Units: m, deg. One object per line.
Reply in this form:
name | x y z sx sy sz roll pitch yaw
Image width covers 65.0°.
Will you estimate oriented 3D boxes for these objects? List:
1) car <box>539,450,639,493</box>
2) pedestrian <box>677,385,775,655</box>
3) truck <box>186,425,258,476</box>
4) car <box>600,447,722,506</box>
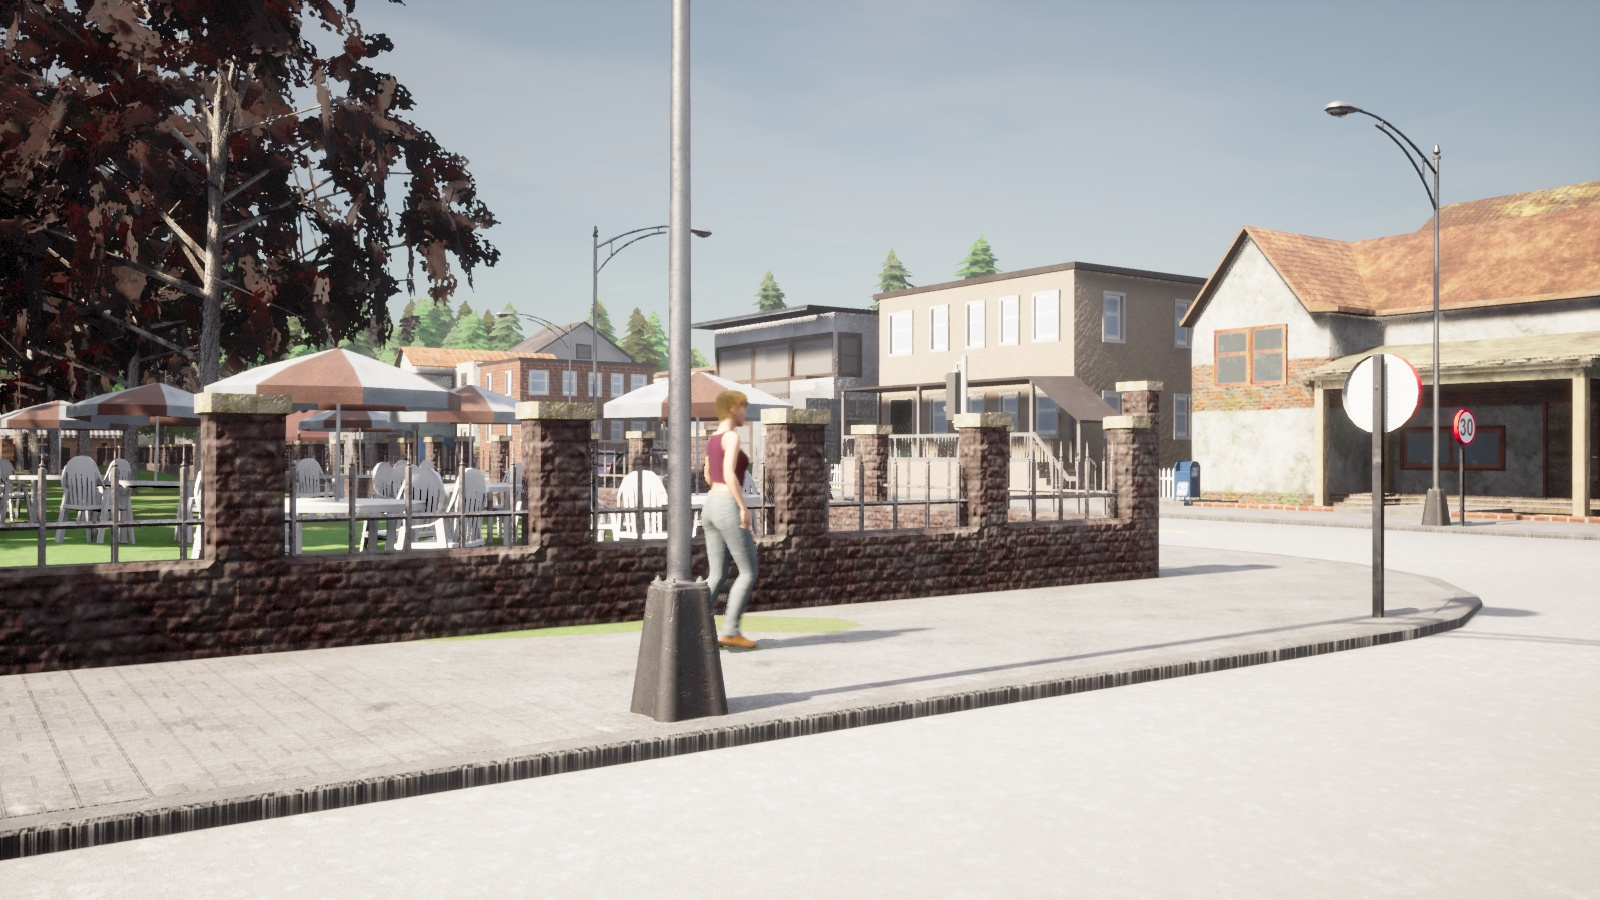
car | -8.432 0.814 49.772 2.033 1.649 4.856 0 0 -35
pedestrian | -0.521 0.477 8.822 0.594 1.836 0.345 0 0 -27
truck | -41.321 0.070 89.628 2.891 3.462 7.936 0 0 -38
car | -4.110 0.741 36.622 1.851 1.617 3.988 0 0 -35
